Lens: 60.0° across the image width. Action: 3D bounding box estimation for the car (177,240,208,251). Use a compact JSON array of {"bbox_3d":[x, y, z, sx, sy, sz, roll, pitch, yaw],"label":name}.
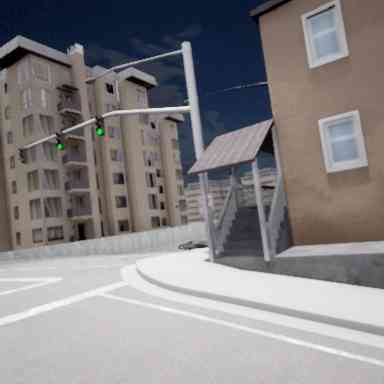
[{"bbox_3d":[0.527,5.370,32.199,1.837,1.490,4.892,-11,-18,34],"label":"car"}]
